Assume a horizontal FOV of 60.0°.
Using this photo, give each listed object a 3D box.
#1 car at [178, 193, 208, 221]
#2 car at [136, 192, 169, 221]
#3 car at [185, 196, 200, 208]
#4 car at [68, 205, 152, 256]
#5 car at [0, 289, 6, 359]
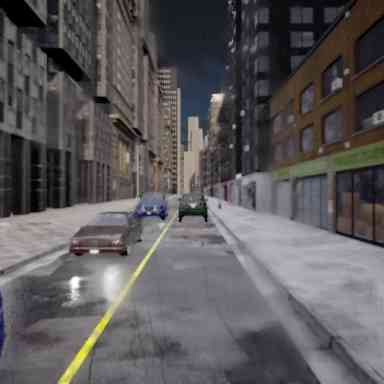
[{"bbox_3d":[0.090,1.082,25.757,2.150,2.045,5.566,0,1,0],"label":"car"},{"bbox_3d":[-3.056,1.069,26.345,2.150,2.045,5.566,0,1,0],"label":"car"},{"bbox_3d":[0.105,1.290,43.409,1.812,1.442,4.674,0,0,0],"label":"car"},{"bbox_3d":[-3.051,1.478,13.105,2.033,1.411,5.357,0,0,0],"label":"car"},{"bbox_3d":[-3.089,1.468,1.763,1.882,1.535,5.008,0,1,0],"label":"car"}]
